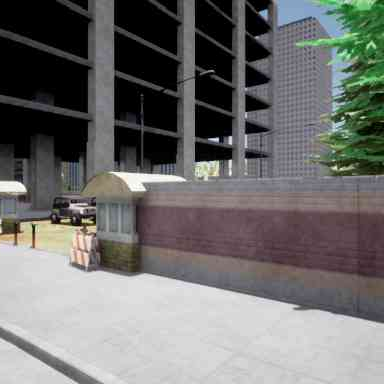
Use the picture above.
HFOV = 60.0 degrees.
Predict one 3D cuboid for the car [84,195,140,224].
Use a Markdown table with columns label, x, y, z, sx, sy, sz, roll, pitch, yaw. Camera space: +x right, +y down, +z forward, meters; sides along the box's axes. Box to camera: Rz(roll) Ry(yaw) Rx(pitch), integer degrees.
| label | x | y | z | sx | sy | sz | roll | pitch | yaw |
| --- | --- | --- | --- | --- | --- | --- | --- | --- | --- |
| car | -5.842 | 1.169 | 24.119 | 3.866 | 1.878 | 1.905 | 0 | 0 | 38 |

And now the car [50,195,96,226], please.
| label | x | y | z | sx | sy | sz | roll | pitch | yaw |
| --- | --- | --- | --- | --- | --- | --- | --- | --- | --- |
| car | -7.641 | 1.169 | 21.792 | 3.866 | 1.878 | 1.905 | 0 | 0 | 38 |
